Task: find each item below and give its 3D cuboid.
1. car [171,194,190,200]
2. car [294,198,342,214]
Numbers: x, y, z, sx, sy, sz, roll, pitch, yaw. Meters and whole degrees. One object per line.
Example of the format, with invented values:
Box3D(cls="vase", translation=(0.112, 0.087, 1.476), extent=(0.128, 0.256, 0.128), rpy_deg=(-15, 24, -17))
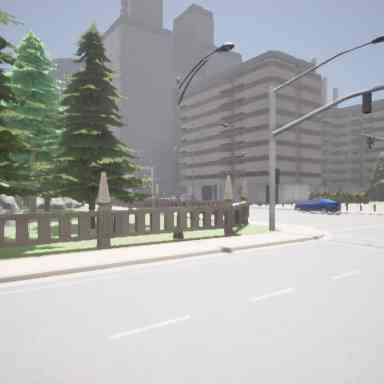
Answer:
Box3D(cls="car", translation=(-1.908, 1.283, 56.144), extent=(2.097, 1.767, 4.553), rpy_deg=(0, 0, -35))
Box3D(cls="car", translation=(13.144, 1.411, 35.009), extent=(1.882, 1.535, 5.008), rpy_deg=(0, 0, -35))
